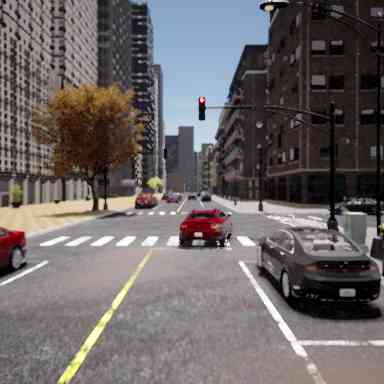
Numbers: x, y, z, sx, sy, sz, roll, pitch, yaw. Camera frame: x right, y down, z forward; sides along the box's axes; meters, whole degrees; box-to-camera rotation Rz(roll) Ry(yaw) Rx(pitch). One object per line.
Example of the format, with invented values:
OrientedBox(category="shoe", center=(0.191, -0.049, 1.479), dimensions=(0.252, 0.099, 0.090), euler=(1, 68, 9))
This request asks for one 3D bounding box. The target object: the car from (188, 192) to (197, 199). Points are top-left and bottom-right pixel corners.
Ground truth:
OrientedBox(category="car", center=(0.040, 0.844, 80.064), dimensions=(2.033, 1.411, 5.357), euler=(0, 0, 0))

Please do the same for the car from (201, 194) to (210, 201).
OrientedBox(category="car", center=(2.723, 1.052, 68.104), dimensions=(1.752, 1.417, 4.829), euler=(0, 0, 0))

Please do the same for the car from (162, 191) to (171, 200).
OrientedBox(category="car", center=(-5.656, 1.060, 73.463), dimensions=(1.947, 1.339, 4.313), euler=(0, 0, 0))

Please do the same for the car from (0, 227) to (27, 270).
OrientedBox(category="car", center=(-5.688, 1.483, 7.938), dimensions=(1.887, 1.381, 4.507), euler=(0, 0, 0))

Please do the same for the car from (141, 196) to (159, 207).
OrientedBox(category="car", center=(-5.670, 1.238, 45.849), dimensions=(1.947, 1.339, 4.313), euler=(0, 0, 0))

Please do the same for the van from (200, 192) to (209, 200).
OrientedBox(category="van", center=(2.725, 0.835, 73.457), dimensions=(1.690, 1.788, 3.998), euler=(0, 0, 0))

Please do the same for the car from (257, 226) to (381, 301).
OrientedBox(category="car", center=(2.692, 1.489, 7.934), dimensions=(2.008, 1.369, 4.403), euler=(0, 0, 0))

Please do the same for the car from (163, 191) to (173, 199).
OrientedBox(category="car", center=(-5.653, 0.776, 78.983), dimensions=(2.192, 1.841, 5.009), euler=(0, 0, 0))

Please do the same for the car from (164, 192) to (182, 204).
OrientedBox(category="car", center=(-3.051, 1.179, 54.331), dimensions=(1.994, 1.385, 4.181), euler=(0, 0, 0))

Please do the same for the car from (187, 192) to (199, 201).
OrientedBox(category="car", center=(0.034, 1.035, 69.643), dimensions=(2.128, 1.511, 4.902), euler=(0, 0, 0))

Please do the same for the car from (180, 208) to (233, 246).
OrientedBox(category="car", center=(0.700, 1.413, 14.731), dimensions=(1.812, 1.442, 4.674), euler=(0, 1, 11))

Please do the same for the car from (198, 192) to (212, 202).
OrientedBox(category="car", center=(2.720, 1.129, 62.412), dimensions=(1.947, 1.339, 4.313), euler=(0, 0, 0))

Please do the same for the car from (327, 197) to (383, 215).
OrientedBox(category="car", center=(13.438, 1.138, 27.332), dimensions=(4.403, 1.369, 2.008), euler=(-1, 1, -1))

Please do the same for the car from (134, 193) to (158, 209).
OrientedBox(category="car", center=(-5.673, 1.025, 40.324), dimensions=(2.192, 1.841, 5.009), euler=(0, 0, 0))
